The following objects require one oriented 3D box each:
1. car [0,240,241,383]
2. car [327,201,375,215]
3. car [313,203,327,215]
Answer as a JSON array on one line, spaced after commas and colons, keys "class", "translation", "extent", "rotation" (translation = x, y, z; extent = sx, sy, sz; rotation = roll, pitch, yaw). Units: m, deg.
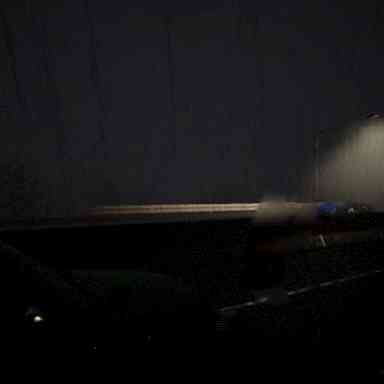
[{"class": "car", "translation": [-2.199, 1.215, 2.307], "extent": [5.566, 2.045, 2.150], "rotation": [1, 0, -35]}, {"class": "car", "translation": [15.467, 1.687, 31.766], "extent": [4.553, 1.767, 2.097], "rotation": [1, 0, -34]}, {"class": "car", "translation": [15.141, 1.835, 35.780], "extent": [5.008, 1.535, 1.882], "rotation": [1, 0, -34]}]
